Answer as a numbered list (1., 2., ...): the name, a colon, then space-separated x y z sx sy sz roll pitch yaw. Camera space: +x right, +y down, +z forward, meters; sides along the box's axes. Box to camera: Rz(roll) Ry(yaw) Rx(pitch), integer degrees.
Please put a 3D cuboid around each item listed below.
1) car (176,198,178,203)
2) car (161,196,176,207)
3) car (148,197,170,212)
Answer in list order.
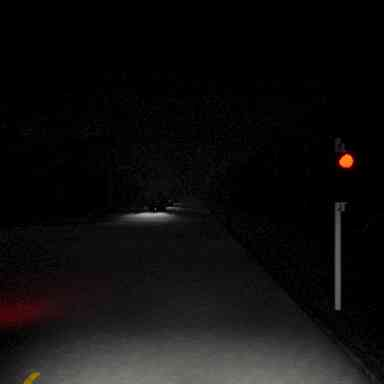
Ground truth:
1. car: -3.962 1.532 66.884 1.812 1.442 4.674 0 0 0
2. car: -4.068 1.352 50.851 2.097 1.767 4.553 0 0 0
3. car: -4.087 1.601 39.454 1.895 1.301 4.718 0 0 0
